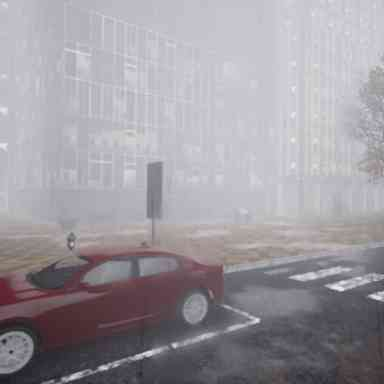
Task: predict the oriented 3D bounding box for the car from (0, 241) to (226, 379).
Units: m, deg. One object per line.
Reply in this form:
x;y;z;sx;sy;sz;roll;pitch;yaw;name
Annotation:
-1.466;1.566;5.514;4.507;1.381;1.887;1;0;-35;car
